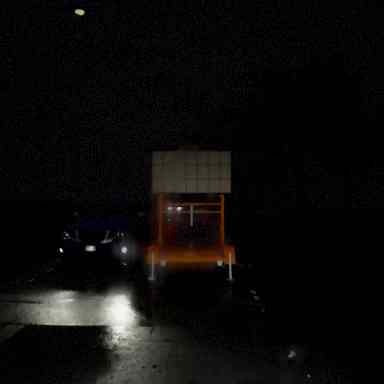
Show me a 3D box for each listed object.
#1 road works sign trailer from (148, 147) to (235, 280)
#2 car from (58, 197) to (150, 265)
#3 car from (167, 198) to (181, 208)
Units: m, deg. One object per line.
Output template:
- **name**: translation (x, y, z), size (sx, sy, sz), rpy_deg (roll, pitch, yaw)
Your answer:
- **road works sign trailer**: translation (-0.011, 0.471, 9.901), size (2.380, 3.560, 2.880), rpy_deg (0, 0, 0)
- **car**: translation (-2.841, 1.229, 12.086), size (2.150, 2.045, 5.566), rpy_deg (0, 0, 0)
- **car**: translation (-2.796, 1.686, 52.982), size (1.837, 1.490, 4.892), rpy_deg (0, 0, 0)
